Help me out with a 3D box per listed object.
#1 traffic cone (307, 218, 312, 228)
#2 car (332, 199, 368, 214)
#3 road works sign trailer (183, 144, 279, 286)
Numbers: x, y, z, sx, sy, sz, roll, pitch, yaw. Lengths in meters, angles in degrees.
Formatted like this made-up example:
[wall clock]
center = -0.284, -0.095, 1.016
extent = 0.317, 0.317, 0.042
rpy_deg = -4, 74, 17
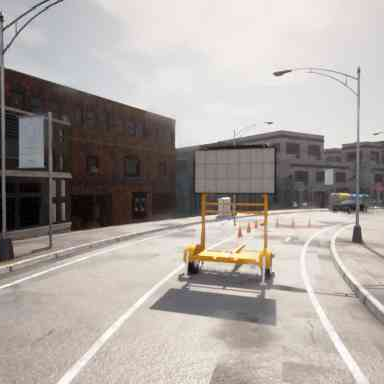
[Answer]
[traffic cone]
center = 7.479, 1.982, 21.165
extent = 0.340, 0.580, 0.340
rpy_deg = 1, 0, 22
[car]
center = 17.501, 1.535, 36.850
extent = 5.008, 1.535, 1.882
rpy_deg = 0, 1, -36
[road works sign trailer]
center = 1.250, 0.462, 9.687
extent = 2.380, 3.560, 2.880
rpy_deg = 0, 0, 20
